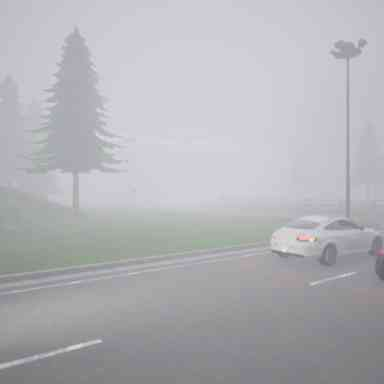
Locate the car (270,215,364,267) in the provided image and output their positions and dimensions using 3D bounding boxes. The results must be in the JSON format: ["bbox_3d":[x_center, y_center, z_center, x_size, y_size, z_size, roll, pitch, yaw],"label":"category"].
[{"bbox_3d":[4.674,1.517,11.412,4.674,1.442,1.812,0,0,-35],"label":"car"}]

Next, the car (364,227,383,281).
[{"bbox_3d":[6.512,1.555,8.430,4.181,1.385,1.994,0,0,-35],"label":"car"}]
